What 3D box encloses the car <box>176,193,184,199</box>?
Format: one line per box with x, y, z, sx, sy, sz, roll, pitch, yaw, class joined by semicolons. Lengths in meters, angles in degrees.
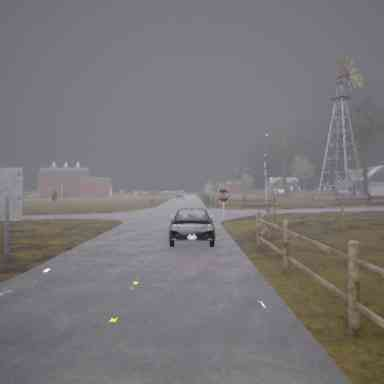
-2.751;0.910;78.744;2.033;1.411;5.357;0;0;0;car

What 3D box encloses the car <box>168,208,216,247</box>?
0.000;1.437;14.645;2.128;1.511;4.902;0;0;0;car
